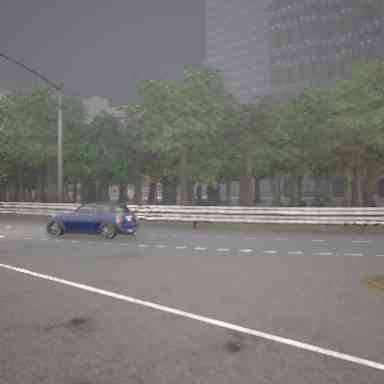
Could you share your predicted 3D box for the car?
[{"bbox_3d":[-5.059,1.351,16.913,4.553,1.767,2.097,0,0,19],"label":"car"}]
